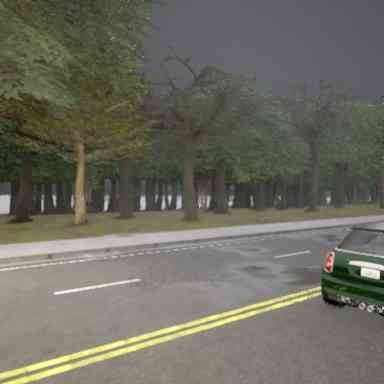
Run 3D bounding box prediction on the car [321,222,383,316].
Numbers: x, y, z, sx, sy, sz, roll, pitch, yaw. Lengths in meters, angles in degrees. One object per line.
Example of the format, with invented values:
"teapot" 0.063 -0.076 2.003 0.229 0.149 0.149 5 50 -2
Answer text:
"car" 4.703 1.381 6.778 4.553 1.767 2.097 0 0 -35
